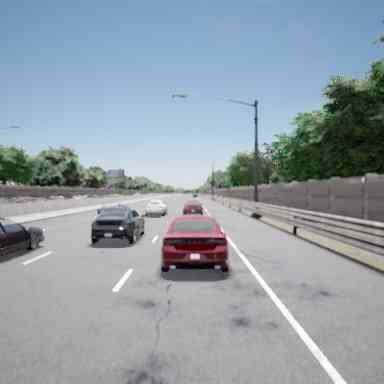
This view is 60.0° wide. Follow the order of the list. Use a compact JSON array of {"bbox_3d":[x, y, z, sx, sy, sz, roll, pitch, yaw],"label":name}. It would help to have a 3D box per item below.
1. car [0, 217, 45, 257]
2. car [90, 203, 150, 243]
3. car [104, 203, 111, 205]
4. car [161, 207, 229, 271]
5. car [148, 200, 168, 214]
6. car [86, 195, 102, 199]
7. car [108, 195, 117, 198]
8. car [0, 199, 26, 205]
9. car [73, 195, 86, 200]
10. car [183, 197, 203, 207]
[{"bbox_3d":[-6.908,1.546,11.059,2.033,1.411,5.357,0,0,0],"label":"car"},{"bbox_3d":[-3.406,1.502,15.954,1.837,1.490,4.892,0,0,0],"label":"car"},{"bbox_3d":[-6.909,1.588,29.582,1.895,1.301,4.718,0,0,0],"label":"car"},{"bbox_3d":[0.088,1.476,10.928,1.882,1.535,5.008,0,0,0],"label":"car"},{"bbox_3d":[-3.408,1.511,32.264,1.812,1.442,4.674,0,0,0],"label":"car"},{"bbox_3d":[-21.015,1.434,73.076,1.994,1.385,4.181,0,0,0],"label":"car"},{"bbox_3d":[-17.515,1.409,73.492,1.994,1.385,4.181,0,0,0],"label":"car"},{"bbox_3d":[-17.602,1.477,32.147,2.128,1.511,4.902,0,0,0],"label":"car"},{"bbox_3d":[-24.515,1.405,73.075,1.812,1.442,4.674,0,0,0],"label":"car"},{"bbox_3d":[0.092,1.511,32.297,1.812,1.442,4.674,0,0,0],"label":"car"}]
